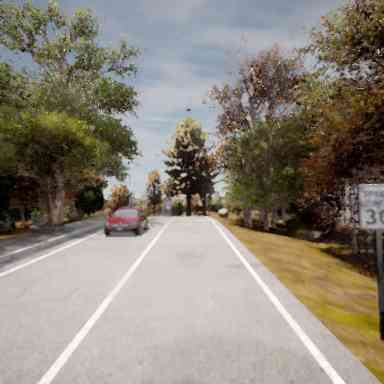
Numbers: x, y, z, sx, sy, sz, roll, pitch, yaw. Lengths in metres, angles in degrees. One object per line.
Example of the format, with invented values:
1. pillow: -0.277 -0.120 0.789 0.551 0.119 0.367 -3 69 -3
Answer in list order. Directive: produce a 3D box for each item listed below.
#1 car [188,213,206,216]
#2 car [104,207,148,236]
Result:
1. car: 1.375 6.335 90.111 4.892 1.490 1.837 -1 -5 16
2. car: -3.636 1.606 19.003 1.812 1.442 4.674 0 0 0
